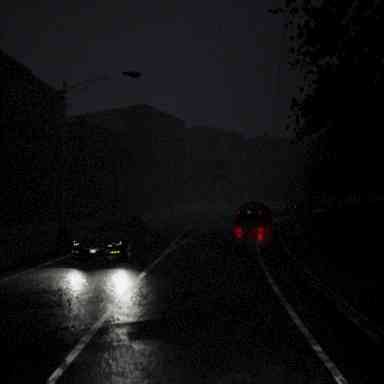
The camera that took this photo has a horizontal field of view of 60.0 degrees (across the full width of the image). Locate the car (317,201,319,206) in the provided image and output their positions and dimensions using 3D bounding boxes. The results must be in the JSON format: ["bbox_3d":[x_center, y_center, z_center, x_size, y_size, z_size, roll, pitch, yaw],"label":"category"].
[{"bbox_3d":[16.960,1.569,49.738,4.892,1.490,1.837,-1,0,-33],"label":"car"}]

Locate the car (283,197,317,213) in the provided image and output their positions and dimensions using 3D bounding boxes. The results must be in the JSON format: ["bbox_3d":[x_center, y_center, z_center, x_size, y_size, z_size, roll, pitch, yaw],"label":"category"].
[{"bbox_3d":[12.494,1.668,39.088,2.033,1.411,5.357,-1,0,39],"label":"car"}]

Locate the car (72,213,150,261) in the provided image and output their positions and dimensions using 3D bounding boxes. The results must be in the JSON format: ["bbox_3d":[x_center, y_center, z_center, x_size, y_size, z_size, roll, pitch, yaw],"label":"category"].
[{"bbox_3d":[-2.886,1.624,12.834,1.837,1.490,4.892,0,-1,5],"label":"car"}]

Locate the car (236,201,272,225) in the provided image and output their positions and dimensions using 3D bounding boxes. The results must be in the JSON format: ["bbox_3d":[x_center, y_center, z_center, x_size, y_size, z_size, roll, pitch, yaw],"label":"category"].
[{"bbox_3d":[4.986,1.528,26.335,2.097,1.767,4.553,-1,0,22],"label":"car"}]
